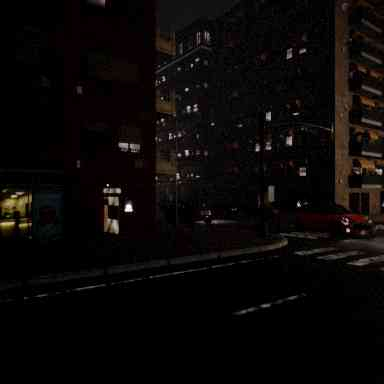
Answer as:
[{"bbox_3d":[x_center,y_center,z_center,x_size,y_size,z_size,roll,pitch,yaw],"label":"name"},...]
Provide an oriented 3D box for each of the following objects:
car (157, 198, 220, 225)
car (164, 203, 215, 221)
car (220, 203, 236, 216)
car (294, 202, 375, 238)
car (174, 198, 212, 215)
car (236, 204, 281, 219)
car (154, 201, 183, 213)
[{"bbox_3d":[-0.376,1.586,27.068,2.192,1.841,5.009,-1,0,-36],"label":"car"},{"bbox_3d":[-0.350,1.862,31.667,2.033,1.411,5.357,0,-1,-36],"label":"car"},{"bbox_3d":[3.327,1.899,36.645,1.947,1.339,4.313,-1,0,-36],"label":"car"},{"bbox_3d":[7.784,1.474,18.647,2.097,1.767,4.553,0,-1,-19],"label":"car"},{"bbox_3d":[0.027,1.719,41.135,2.192,1.841,5.009,-1,0,-36],"label":"car"},{"bbox_3d":[6.621,1.844,32.157,1.802,1.307,4.206,-1,0,-36],"label":"car"},{"bbox_3d":[-3.262,2.025,45.623,2.008,1.369,4.403,-1,0,-36],"label":"car"}]
